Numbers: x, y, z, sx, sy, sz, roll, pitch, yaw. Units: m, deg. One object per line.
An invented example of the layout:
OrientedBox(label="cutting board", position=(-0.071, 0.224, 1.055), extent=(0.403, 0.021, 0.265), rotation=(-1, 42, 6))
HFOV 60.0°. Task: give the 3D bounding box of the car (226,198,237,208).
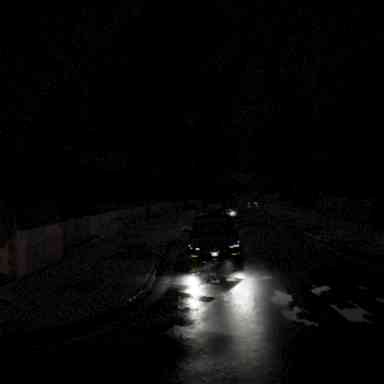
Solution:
OrientedBox(label="car", position=(4.812, 1.561, 43.910), extent=(1.994, 1.385, 4.181), rotation=(-4, -1, 14))

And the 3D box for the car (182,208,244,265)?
OrientedBox(label="car", position=(0.802, 1.630, 12.518), extent=(1.837, 1.490, 4.892), rotation=(-4, 0, 3))

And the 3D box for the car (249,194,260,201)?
OrientedBox(label="car", position=(12.836, 1.296, 68.051), extent=(1.837, 1.490, 4.892), rotation=(-4, -1, 24))

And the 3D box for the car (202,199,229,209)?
OrientedBox(label="car", position=(1.758, 1.618, 26.441), extent=(1.812, 1.442, 4.674), rotation=(-4, 0, 7))
